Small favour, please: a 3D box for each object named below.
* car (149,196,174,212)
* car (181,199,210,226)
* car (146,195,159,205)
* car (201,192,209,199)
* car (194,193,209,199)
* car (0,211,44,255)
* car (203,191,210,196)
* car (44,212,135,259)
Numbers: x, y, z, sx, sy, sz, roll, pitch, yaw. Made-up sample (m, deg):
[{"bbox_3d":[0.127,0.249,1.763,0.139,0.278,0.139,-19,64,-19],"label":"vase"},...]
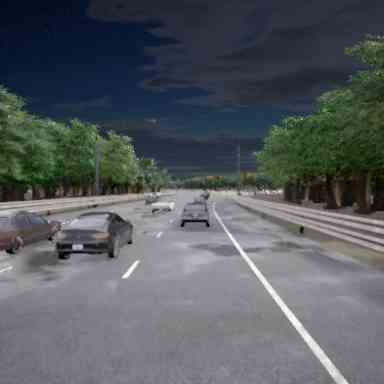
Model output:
[{"bbox_3d":[-2.879,1.366,34.168,1.895,1.301,4.718,0,0,2],"label":"car"},{"bbox_3d":[0.235,1.405,22.050,2.033,1.411,5.357,0,0,1],"label":"car"},{"bbox_3d":[-5.690,1.125,50.050,2.128,1.511,4.902,0,1,3],"label":"car"},{"bbox_3d":[3.274,0.806,83.498,1.882,1.535,5.008,0,1,4],"label":"car"},{"bbox_3d":[1.037,1.234,45.823,2.033,1.411,5.357,0,0,3],"label":"car"},{"bbox_3d":[-6.890,1.451,12.805,2.033,1.411,5.357,0,0,1],"label":"car"},{"bbox_3d":[2.516,0.948,71.616,1.837,1.490,4.892,0,1,4],"label":"car"},{"bbox_3d":[-3.336,1.442,12.098,1.812,1.442,4.674,0,0,1],"label":"car"}]
